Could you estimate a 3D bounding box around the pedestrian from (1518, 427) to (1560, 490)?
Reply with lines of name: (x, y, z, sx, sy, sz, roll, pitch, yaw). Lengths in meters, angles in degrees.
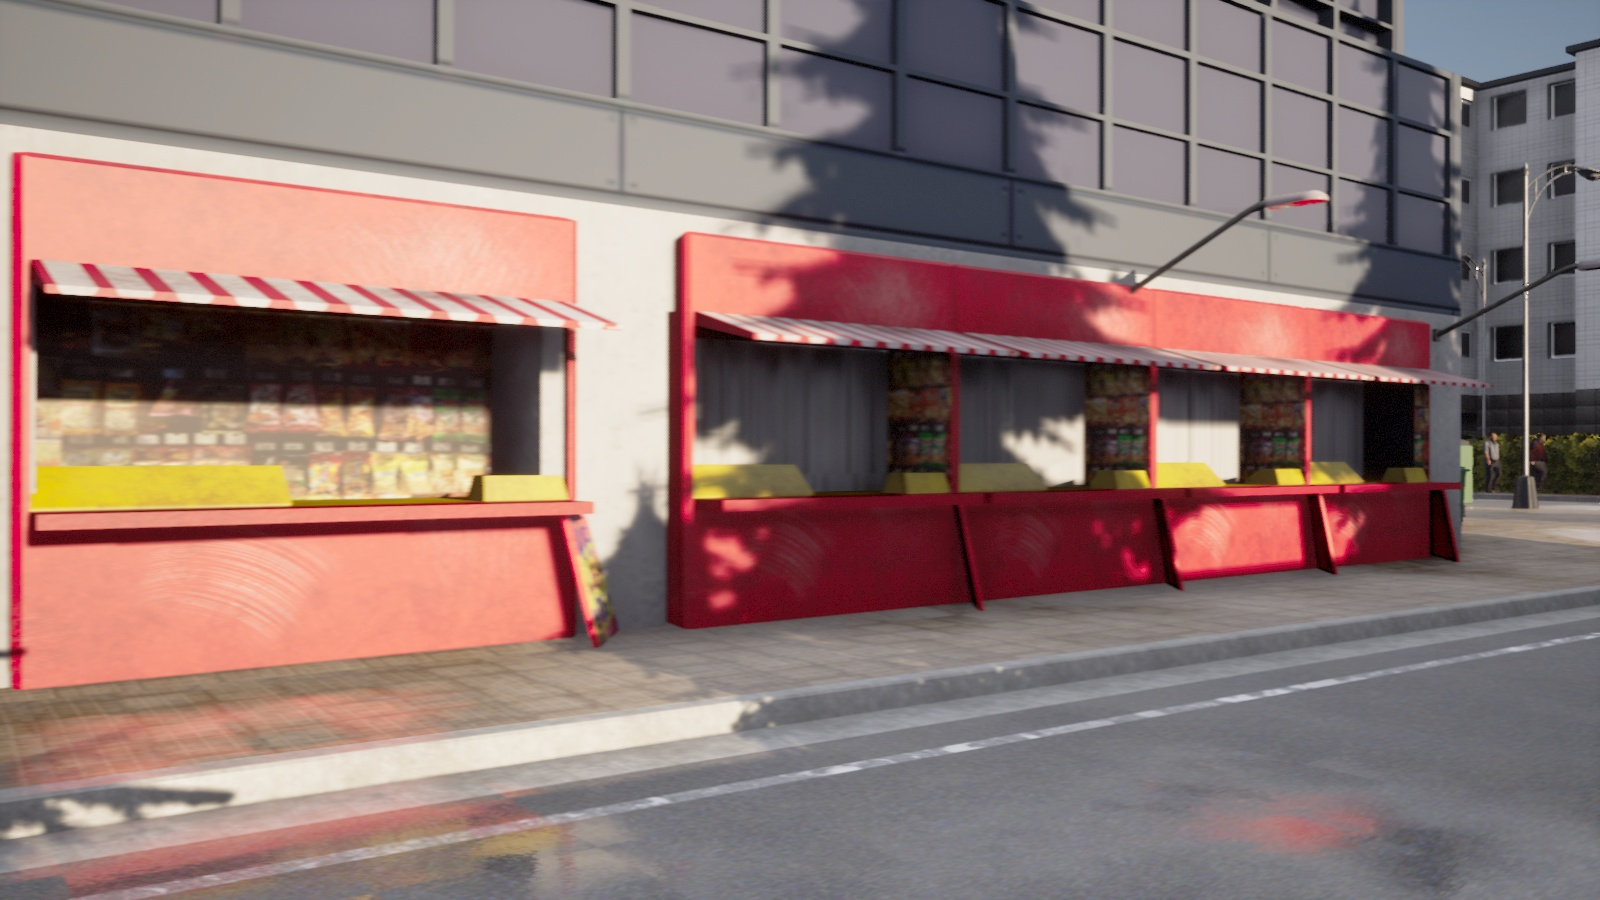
pedestrian: (21.985, 0.262, 37.375, 0.634, 1.844, 0.899, 0, 0, -38)

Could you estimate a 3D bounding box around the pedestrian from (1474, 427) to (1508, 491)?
pedestrian: (20.410, 0.265, 37.093, 0.540, 1.848, 0.694, 0, 0, -16)
